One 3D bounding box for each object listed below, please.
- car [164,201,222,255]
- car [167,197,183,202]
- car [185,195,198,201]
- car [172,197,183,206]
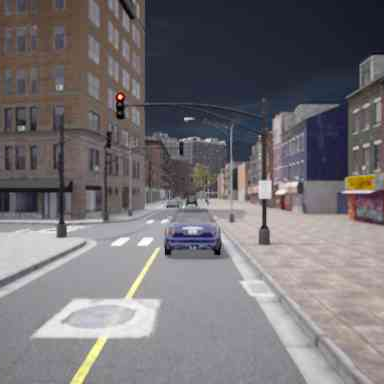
[{"bbox_3d":[0.039,1.433,13.860,2.097,1.767,4.553,0,0,0],"label":"car"},{"bbox_3d":[-2.907,1.877,51.745,1.994,1.385,4.181,0,0,0],"label":"car"},{"bbox_3d":[-0.090,1.583,59.303,2.150,2.045,5.566,0,0,0],"label":"car"},{"bbox_3d":[-2.858,1.838,67.400,2.097,1.767,4.553,0,0,0],"label":"car"}]
